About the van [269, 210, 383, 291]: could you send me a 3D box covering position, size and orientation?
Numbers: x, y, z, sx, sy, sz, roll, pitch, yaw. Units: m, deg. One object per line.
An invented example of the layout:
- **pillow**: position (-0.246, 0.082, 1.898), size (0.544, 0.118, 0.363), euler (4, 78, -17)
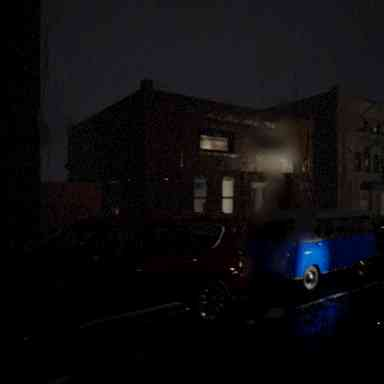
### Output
- **van**: position (3.222, 1.403, 8.866), size (3.998, 1.788, 1.690), euler (1, -1, -36)

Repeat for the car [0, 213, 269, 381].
- **car**: position (-1.294, 1.332, 5.642), size (5.009, 1.841, 2.192), euler (1, -1, -36)
